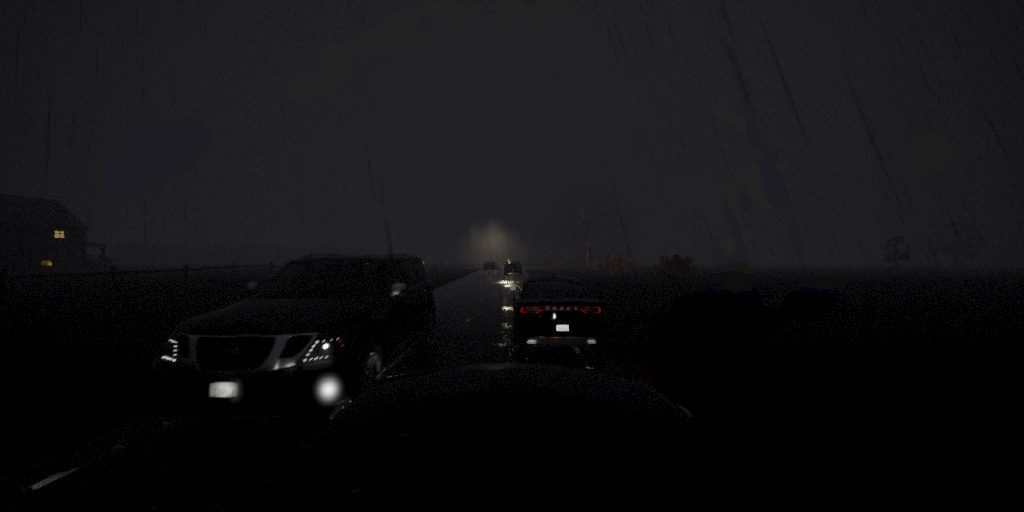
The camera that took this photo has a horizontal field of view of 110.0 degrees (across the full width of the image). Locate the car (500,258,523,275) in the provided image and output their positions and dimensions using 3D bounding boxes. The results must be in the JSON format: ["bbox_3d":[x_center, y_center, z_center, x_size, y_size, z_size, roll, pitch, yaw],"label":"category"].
[{"bbox_3d":[0.101,1.234,38.691,2.128,1.511,4.902,0,0,0],"label":"car"}]

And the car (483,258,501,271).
[{"bbox_3d":[-2.830,1.304,48.248,1.994,1.385,4.181,0,0,0],"label":"car"}]

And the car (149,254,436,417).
[{"bbox_3d":[-2.845,0.970,6.309,2.150,2.045,5.566,0,0,0],"label":"car"}]

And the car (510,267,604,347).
[{"bbox_3d":[0.969,1.226,9.330,1.882,1.535,5.008,0,0,0],"label":"car"}]
